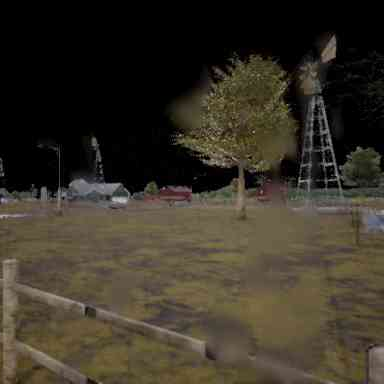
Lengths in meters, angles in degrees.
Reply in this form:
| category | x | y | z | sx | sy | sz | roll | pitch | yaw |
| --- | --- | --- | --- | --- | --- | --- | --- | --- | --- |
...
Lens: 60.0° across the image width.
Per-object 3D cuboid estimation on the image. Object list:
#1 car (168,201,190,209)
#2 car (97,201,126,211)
| category | x | y | z | sx | sy | sz | roll | pitch | yaw |
| --- | --- | --- | --- | --- | --- | --- | --- | --- | --- |
| car | -2.494 | 2.474 | 65.358 | 2.033 | 1.411 | 5.357 | -2 | -2 | 36 |
| car | -12.453 | 2.208 | 51.583 | 2.128 | 1.511 | 4.902 | -2 | -2 | 36 |
